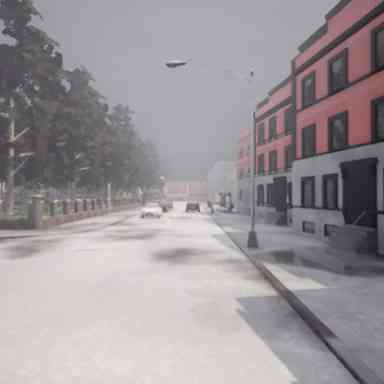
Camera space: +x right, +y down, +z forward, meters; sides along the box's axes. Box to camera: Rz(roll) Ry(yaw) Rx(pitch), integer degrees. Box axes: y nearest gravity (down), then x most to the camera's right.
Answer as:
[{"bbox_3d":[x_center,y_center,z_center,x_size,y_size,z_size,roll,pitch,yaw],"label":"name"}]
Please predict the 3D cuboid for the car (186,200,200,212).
[{"bbox_3d":[0.124,2.006,47.727,1.882,1.535,5.008,0,-1,0],"label":"car"}]

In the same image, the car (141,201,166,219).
[{"bbox_3d":[-4.069,1.905,34.165,1.812,1.442,4.674,0,-1,0],"label":"car"}]

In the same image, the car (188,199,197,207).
[{"bbox_3d":[0.041,2.295,68.623,1.812,1.442,4.674,0,1,0],"label":"car"}]

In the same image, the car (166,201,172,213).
[{"bbox_3d":[-4.073,2.091,44.258,1.895,1.301,4.718,0,-1,0],"label":"car"}]
